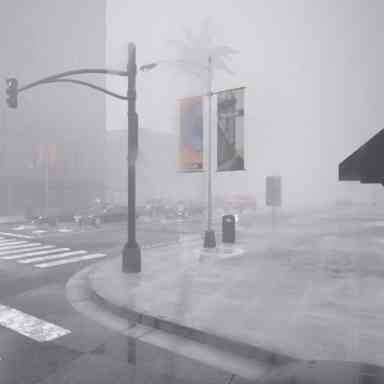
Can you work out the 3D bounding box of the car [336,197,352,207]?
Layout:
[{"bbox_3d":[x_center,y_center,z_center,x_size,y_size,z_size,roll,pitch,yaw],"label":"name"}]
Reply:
[{"bbox_3d":[24.722,1.621,54.066,2.128,1.511,4.902,0,0,35],"label":"car"}]

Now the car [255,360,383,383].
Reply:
[{"bbox_3d":[2.147,1.551,1.315,4.403,1.369,2.008,0,0,36],"label":"car"}]

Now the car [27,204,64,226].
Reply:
[{"bbox_3d":[-8.825,1.563,23.795,2.033,1.411,5.357,0,0,35],"label":"car"}]

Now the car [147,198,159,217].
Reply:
[{"bbox_3d":[-3.443,1.384,31.411,2.097,1.767,4.553,0,0,35],"label":"car"}]

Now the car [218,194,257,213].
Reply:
[{"bbox_3d":[5.633,1.280,38.625,2.150,2.045,5.566,0,0,35],"label":"car"}]

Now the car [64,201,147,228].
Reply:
[{"bbox_3d":[-5.708,1.513,22.566,2.128,1.511,4.902,0,0,35],"label":"car"}]

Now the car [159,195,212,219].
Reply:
[{"bbox_3d":[-0.503,1.389,29.941,2.097,1.767,4.553,0,0,35],"label":"car"}]

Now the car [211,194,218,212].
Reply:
[{"bbox_3d":[2.675,1.274,40.071,2.150,2.045,5.566,0,0,36],"label":"car"}]
